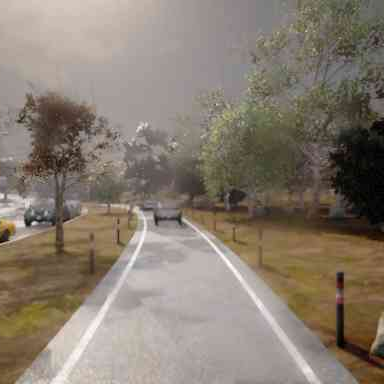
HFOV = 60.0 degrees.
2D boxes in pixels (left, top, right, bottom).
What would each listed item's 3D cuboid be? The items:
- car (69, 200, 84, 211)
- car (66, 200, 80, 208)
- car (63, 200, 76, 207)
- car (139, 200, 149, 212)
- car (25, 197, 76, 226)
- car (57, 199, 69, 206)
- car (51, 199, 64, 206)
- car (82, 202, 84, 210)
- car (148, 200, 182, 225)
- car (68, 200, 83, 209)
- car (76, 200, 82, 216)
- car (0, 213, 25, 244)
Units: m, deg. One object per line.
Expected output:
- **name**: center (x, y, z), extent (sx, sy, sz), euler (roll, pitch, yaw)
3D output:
- **car**: center (-17.885, 2.017, 51.529), extent (2.097, 1.535, 5.008), euler (-1, -1, -20)
- **car**: center (-22.438, 2.213, 62.667), extent (2.097, 1.535, 5.008), euler (0, -1, -24)
- **car**: center (-25.115, 2.342, 68.295), extent (2.002, 1.452, 4.674), euler (0, -1, -26)
- **car**: center (-5.329, 1.634, 40.979), extent (1.994, 1.385, 4.181), euler (-1, 0, -15)
- **car**: center (-10.839, 1.432, 25.233), extent (2.435, 2.045, 5.566), euler (2, -1, -10)
- **car**: center (-30.104, 2.438, 77.574), extent (2.097, 1.535, 5.008), euler (-2, 0, -28)
- **car**: center (-33.443, 2.593, 82.729), extent (2.002, 1.452, 4.674), euler (1, -1, -34)
- **car**: center (-13.152, 1.816, 36.205), extent (2.231, 1.521, 4.892), euler (2, -2, -13)
- **car**: center (-1.832, 1.456, 23.922), extent (2.128, 1.511, 4.902), euler (0, 0, -8)
- **car**: center (-20.153, 2.112, 57.436), extent (2.231, 1.521, 4.892), euler (-1, -1, -22)
- **car**: center (-11.906, 1.749, 30.754), extent (2.231, 1.521, 4.892), euler (2, -2, -12)
- **car**: center (-9.347, 1.577, 13.991), extent (1.946, 1.575, 5.366), euler (2, -1, -4)
